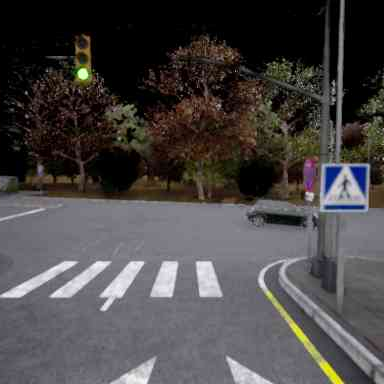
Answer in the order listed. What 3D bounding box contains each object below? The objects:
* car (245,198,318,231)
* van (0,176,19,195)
[{"bbox_3d":[5.700,1.263,20.921,4.553,1.767,2.097,5,3,2],"label":"car"},{"bbox_3d":[-20.350,-0.732,36.310,1.878,1.987,4.442,1,4,-14],"label":"van"}]
